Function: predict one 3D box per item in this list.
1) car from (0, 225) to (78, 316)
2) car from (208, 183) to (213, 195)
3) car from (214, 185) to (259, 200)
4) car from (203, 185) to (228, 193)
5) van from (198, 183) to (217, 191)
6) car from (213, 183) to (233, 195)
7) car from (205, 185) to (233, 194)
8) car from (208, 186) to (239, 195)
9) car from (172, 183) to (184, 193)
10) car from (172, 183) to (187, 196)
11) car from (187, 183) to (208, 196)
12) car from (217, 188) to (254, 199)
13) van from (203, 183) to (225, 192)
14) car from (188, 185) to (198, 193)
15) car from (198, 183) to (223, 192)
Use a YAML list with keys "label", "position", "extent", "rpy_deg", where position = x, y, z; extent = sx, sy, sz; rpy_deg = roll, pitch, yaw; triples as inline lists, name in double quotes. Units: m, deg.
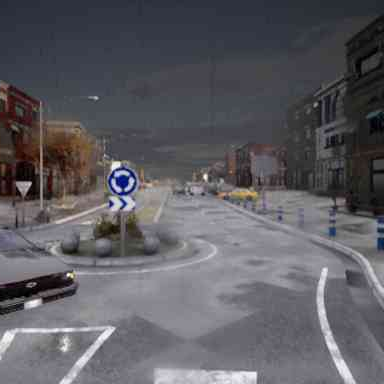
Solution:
- label: "car"
  position: [-4.695, 1.459, 7.271]
  extent: [5.357, 1.411, 2.033]
  rpy_deg: [1, 1, 40]
- label: "car"
  position: [5.697, -0.303, 51.525]
  extent: [5.566, 2.045, 2.435]
  rpy_deg: [0, 2, -3]
- label: "car"
  position: [5.948, 0.281, 43.274]
  extent: [5.366, 1.575, 1.946]
  rpy_deg: [0, 2, -3]
- label: "car"
  position: [4.741, -0.625, 68.034]
  extent: [5.008, 1.535, 2.097]
  rpy_deg: [0, 2, -3]
- label: "van"
  position: [3.842, -1.230, 81.776]
  extent: [4.442, 1.987, 1.878]
  rpy_deg: [0, 1, -3]
- label: "car"
  position: [5.791, -0.069, 48.778]
  extent: [4.553, 1.767, 2.185]
  rpy_deg: [0, 2, -3]
- label: "car"
  position: [5.053, -0.447, 62.534]
  extent: [4.892, 1.521, 2.231]
  rpy_deg: [0, 2, -3]
- label: "car"
  position: [5.352, -0.257, 57.033]
  extent: [5.008, 1.535, 2.097]
  rpy_deg: [0, 2, -3]
- label: "car"
  position: [-2.807, -0.828, 66.069]
  extent: [2.150, 2.045, 5.566]
  rpy_deg: [0, 2, -3]
- label: "car"
  position: [-2.199, -0.364, 56.275]
  extent: [2.097, 1.767, 4.553]
  rpy_deg: [0, 2, -3]
- label: "car"
  position: [0.862, -0.447, 55.078]
  extent: [2.150, 2.045, 5.566]
  rpy_deg: [0, 2, -3]
- label: "car"
  position: [5.981, 0.209, 46.038]
  extent: [4.674, 1.452, 2.002]
  rpy_deg: [0, 2, -3]
- label: "van"
  position: [4.702, -0.930, 70.663]
  extent: [4.442, 1.987, 1.878]
  rpy_deg: [0, 2, -3]
- label: "car"
  position: [0.190, -0.546, 66.216]
  extent: [1.837, 1.490, 4.892]
  rpy_deg: [0, 2, -3]
- label: "car"
  position: [4.241, -1.115, 76.279]
  extent: [5.566, 2.045, 2.435]
  rpy_deg: [0, 1, -3]
